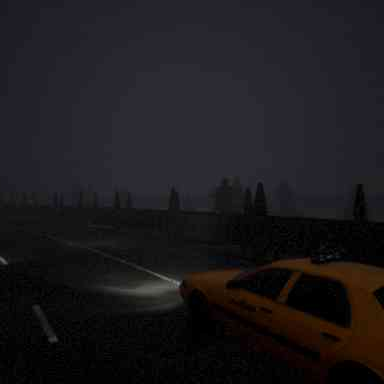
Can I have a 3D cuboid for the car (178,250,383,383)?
[{"bbox_3d":[1.658,1.584,4.698,1.801,1.575,5.366,1,-2,-31],"label":"car"}]
